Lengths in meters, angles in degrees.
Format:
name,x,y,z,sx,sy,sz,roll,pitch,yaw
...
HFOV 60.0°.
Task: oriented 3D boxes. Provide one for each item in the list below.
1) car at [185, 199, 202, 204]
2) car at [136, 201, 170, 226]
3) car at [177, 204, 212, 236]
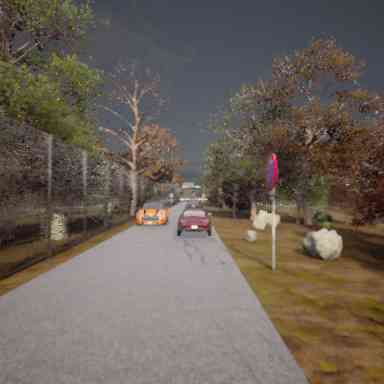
name,x,y,z,sx,sy,sz,roll,pitch,yaw
car,0.227,1.674,41.007,2.097,1.767,4.553,0,-1,0
car,-2.799,1.501,24.558,2.097,1.767,4.553,0,-1,0
car,0.129,1.619,19.014,1.812,1.442,4.674,0,-1,0
